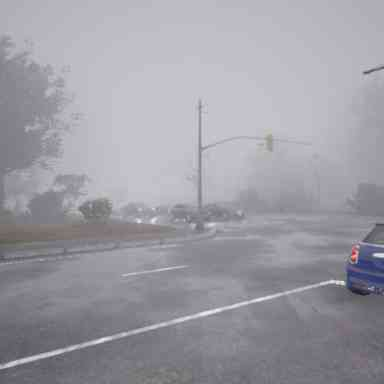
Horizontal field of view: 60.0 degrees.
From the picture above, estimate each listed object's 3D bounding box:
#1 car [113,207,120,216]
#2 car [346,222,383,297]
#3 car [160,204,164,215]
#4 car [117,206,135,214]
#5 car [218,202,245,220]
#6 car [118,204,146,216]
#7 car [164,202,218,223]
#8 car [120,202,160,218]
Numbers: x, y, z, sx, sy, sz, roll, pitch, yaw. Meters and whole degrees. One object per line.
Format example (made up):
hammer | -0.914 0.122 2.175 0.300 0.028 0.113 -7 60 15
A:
car | -11.180 2.556 44.453 1.812 1.442 4.674 0 -3 -33
car | 5.512 1.366 7.375 4.553 1.767 2.097 0 0 -34
car | -2.738 2.076 37.873 2.033 1.411 5.357 0 -3 -33
car | -13.397 3.599 67.269 1.837 1.490 4.892 0 -3 -33
car | 2.631 1.675 29.601 2.128 1.511 4.902 0 -2 -34
car | -8.417 2.544 46.621 2.128 1.511 4.902 0 -3 -33
car | -0.234 1.680 27.651 1.837 1.490 4.892 0 -1 -30
car | -5.695 1.877 36.003 2.097 1.767 4.553 0 -3 -33
